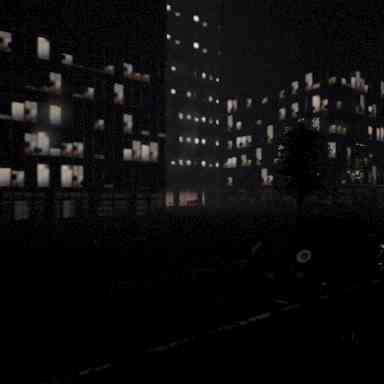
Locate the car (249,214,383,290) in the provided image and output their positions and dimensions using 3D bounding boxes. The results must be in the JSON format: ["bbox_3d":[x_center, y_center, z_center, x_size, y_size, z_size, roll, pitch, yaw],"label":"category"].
[{"bbox_3d":[3.455,1.446,9.027,4.097,1.590,1.967,0,0,-36],"label":"car"}]
